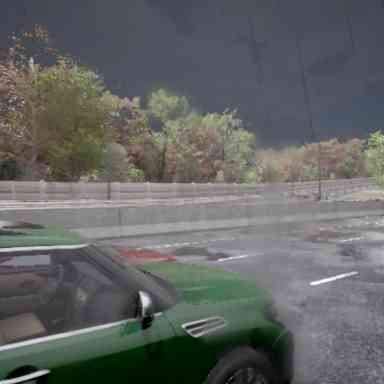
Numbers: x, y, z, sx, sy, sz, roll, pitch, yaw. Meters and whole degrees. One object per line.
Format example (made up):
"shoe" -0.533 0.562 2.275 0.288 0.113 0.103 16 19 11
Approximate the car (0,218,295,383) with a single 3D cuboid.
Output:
"car" -1.616 1.222 2.595 5.566 2.045 2.150 0 0 -36

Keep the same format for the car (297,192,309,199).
"car" 23.857 0.773 71.443 1.882 1.535 5.008 0 1 31

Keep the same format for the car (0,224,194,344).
"car" -2.385 1.526 6.347 4.674 1.442 1.812 0 0 -35

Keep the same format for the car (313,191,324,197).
"car" 32.378 0.394 84.779 1.812 1.442 4.674 0 2 33
